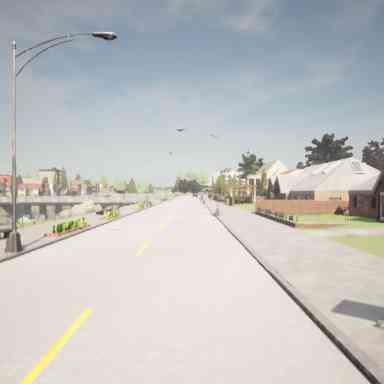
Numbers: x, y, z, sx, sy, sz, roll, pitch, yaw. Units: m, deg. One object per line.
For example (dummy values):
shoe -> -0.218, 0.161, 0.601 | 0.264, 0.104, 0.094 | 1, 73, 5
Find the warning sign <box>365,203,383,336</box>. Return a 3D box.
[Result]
warning sign -> 3.350, 1.099, 4.651 | 1.300, 1.860, 1.060 | 0, 0, 0
